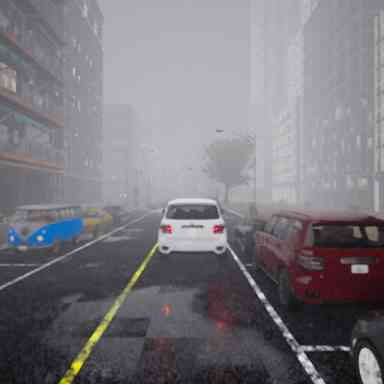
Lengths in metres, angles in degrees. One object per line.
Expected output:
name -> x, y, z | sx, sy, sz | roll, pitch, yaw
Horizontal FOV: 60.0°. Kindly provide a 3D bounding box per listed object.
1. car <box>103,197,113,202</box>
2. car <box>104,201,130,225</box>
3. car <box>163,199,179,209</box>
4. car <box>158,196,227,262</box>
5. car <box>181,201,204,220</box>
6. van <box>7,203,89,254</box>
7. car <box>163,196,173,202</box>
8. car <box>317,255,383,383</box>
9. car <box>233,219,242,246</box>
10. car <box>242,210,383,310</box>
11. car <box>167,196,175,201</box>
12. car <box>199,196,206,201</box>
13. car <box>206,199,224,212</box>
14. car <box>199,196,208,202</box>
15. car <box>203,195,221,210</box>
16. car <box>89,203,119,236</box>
car -> -16.379, 1.450, 59.391 | 4.403, 1.369, 2.008 | 1, -1, -1
car -> -5.669, 1.601, 24.309 | 1.947, 1.339, 4.313 | 0, 0, 0
car -> -3.003, 1.685, 47.958 | 1.895, 1.301, 4.718 | 0, 0, 1
car -> 0.041, 1.239, 12.329 | 2.150, 2.045, 5.566 | 0, 0, 1
car -> 0.076, 1.570, 29.260 | 1.812, 1.442, 4.674 | 0, 0, 1
van -> -5.677, 1.358, 13.263 | 1.690, 1.788, 3.998 | 0, 0, 0
car -> -5.628, 1.712, 78.788 | 2.008, 1.369, 4.403 | 0, 0, 0
car -> 2.695, 1.554, 2.210 | 2.008, 1.369, 4.403 | 0, 0, 0
car -> 2.703, 1.583, 13.256 | 1.947, 1.339, 4.313 | 0, 0, 0
car -> 2.700, 1.325, 7.734 | 2.192, 1.841, 5.009 | 0, 0, 0
car -> -5.619, 1.746, 89.854 | 2.008, 1.369, 4.403 | 0, 0, 0
car -> 2.761, 1.722, 90.017 | 1.752, 1.417, 4.829 | 0, 0, 0
car -> 2.724, 1.635, 40.870 | 1.947, 1.339, 4.313 | 0, 0, 0
car -> 2.752, 1.706, 78.782 | 1.887, 1.381, 4.507 | 0, 0, 0
car -> 2.729, 1.396, 46.394 | 2.192, 1.841, 5.009 | 0, 0, 0
car -> -5.674, 1.551, 18.616 | 1.752, 1.417, 4.829 | 0, 0, 0
